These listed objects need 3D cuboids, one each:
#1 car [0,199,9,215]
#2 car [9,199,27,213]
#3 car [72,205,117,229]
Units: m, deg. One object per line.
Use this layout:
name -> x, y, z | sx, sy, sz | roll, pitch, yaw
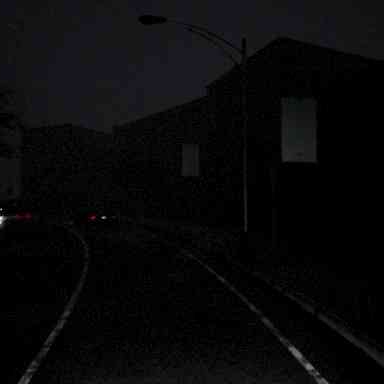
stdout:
car -> -19.815, 1.500, 31.477 | 5.357, 1.411, 2.033 | 0, -1, 38
car -> -19.613, 1.485, 35.623 | 4.902, 1.511, 2.128 | 0, -1, 36
car -> -6.456, 1.556, 21.767 | 2.033, 1.411, 5.357 | 0, 0, -30
